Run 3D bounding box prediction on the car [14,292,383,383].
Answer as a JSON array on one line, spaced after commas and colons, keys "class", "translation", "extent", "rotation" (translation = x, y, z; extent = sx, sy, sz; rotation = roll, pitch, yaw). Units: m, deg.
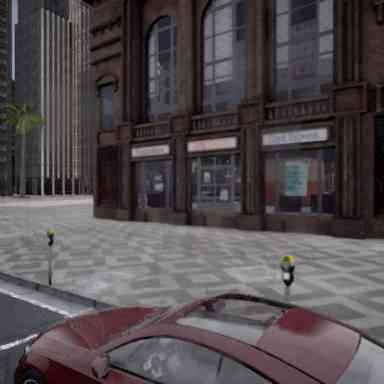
[{"class": "car", "translation": [0.188, 1.581, 2.832], "extent": [4.206, 1.307, 1.802], "rotation": [0, 0, 36]}]
